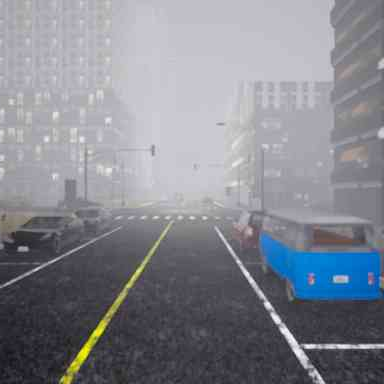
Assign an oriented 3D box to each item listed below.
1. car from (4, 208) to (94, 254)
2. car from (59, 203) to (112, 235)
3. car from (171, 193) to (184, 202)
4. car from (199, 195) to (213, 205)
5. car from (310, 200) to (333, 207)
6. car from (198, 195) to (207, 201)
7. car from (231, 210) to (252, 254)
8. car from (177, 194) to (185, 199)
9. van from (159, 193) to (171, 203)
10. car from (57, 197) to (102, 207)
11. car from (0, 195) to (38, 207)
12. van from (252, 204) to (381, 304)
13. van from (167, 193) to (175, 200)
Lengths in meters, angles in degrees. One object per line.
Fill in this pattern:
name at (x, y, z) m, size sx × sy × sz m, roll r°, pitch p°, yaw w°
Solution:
car at (-5.696, 1.554, 13.396) m, size 1.947 × 1.339 × 4.313 m, roll 0°, pitch 0°, yaw 0°
car at (-5.697, 1.550, 18.642) m, size 1.947 × 1.339 × 4.313 m, roll 0°, pitch 0°, yaw 0°
car at (-3.019, 1.175, 73.033) m, size 2.150 × 2.045 × 5.566 m, roll 0°, pitch 0°, yaw 0°
car at (2.673, 1.522, 58.290) m, size 1.947 × 1.339 × 4.313 m, roll 0°, pitch 0°, yaw 0°
car at (16.017, 1.724, 42.101) m, size 4.097 × 1.590 × 1.967 m, roll 1°, pitch -1°, yaw -1°
car at (2.666, 1.495, 85.220) m, size 2.008 × 1.369 × 4.403 m, roll 0°, pitch 0°, yaw 0°
car at (2.684, 1.428, 13.399) m, size 1.967 × 1.590 × 4.097 m, roll 0°, pitch 0°, yaw 0°
car at (-3.023, 1.110, 88.512) m, size 1.994 × 1.385 × 4.181 m, roll 0°, pitch 0°, yaw 0°
van at (-5.711, 1.293, 68.254) m, size 1.690 × 1.788 × 3.998 m, roll 0°, pitch 0°, yaw 0°
car at (-11.960, 1.264, 36.071) m, size 5.008 × 1.535 × 1.882 m, roll 1°, pitch 0°, yaw -1°
car at (-22.042, 1.093, 41.747) m, size 4.829 × 1.417 × 1.752 m, roll 1°, pitch -1°, yaw -1°
van at (2.685, 1.334, 7.849) m, size 1.690 × 1.788 × 3.998 m, roll 0°, pitch 0°, yaw 0°
van at (-5.717, 1.283, 90.871) m, size 1.690 × 1.788 × 3.998 m, roll 0°, pitch 0°, yaw 0°
